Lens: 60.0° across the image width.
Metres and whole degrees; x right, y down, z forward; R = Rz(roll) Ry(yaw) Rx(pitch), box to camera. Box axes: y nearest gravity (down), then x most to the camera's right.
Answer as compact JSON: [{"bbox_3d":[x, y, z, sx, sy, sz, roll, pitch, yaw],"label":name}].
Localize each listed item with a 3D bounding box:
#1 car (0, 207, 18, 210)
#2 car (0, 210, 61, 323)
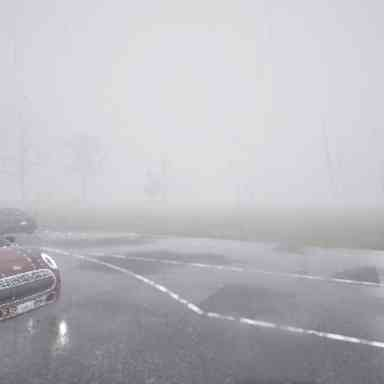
[{"bbox_3d":[-9.911,1.469,16.939,4.181,1.385,1.994,0,1,26],"label":"car"},{"bbox_3d":[-4.818,1.347,6.612,4.553,1.767,2.097,0,1,26],"label":"car"}]
